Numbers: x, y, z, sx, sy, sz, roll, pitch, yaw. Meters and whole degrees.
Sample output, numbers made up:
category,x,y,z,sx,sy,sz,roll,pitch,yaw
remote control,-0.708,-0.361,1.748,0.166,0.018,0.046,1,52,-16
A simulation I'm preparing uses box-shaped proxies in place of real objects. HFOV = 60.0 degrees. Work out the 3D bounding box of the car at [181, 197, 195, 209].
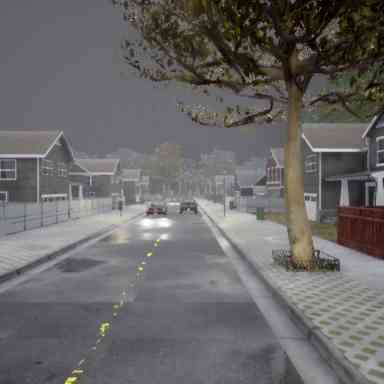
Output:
category,x,y,z,sx,sy,sz,roll,pitch,yaw
car,-0.510,1.539,46.110,1.837,1.490,4.892,0,0,-1

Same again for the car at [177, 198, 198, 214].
category,x,y,z,sx,sy,sz,roll,pitch,yaw
car,-0.374,1.525,36.160,1.837,1.490,4.892,0,0,-1

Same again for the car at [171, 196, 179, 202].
category,x,y,z,sx,sy,sz,roll,pitch,yaw
car,-3.697,1.608,72.811,2.128,1.511,4.902,0,0,-1

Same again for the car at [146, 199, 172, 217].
category,x,y,z,sx,sy,sz,roll,pitch,yaw
car,-3.262,1.617,31.730,1.895,1.301,4.718,0,0,-1
